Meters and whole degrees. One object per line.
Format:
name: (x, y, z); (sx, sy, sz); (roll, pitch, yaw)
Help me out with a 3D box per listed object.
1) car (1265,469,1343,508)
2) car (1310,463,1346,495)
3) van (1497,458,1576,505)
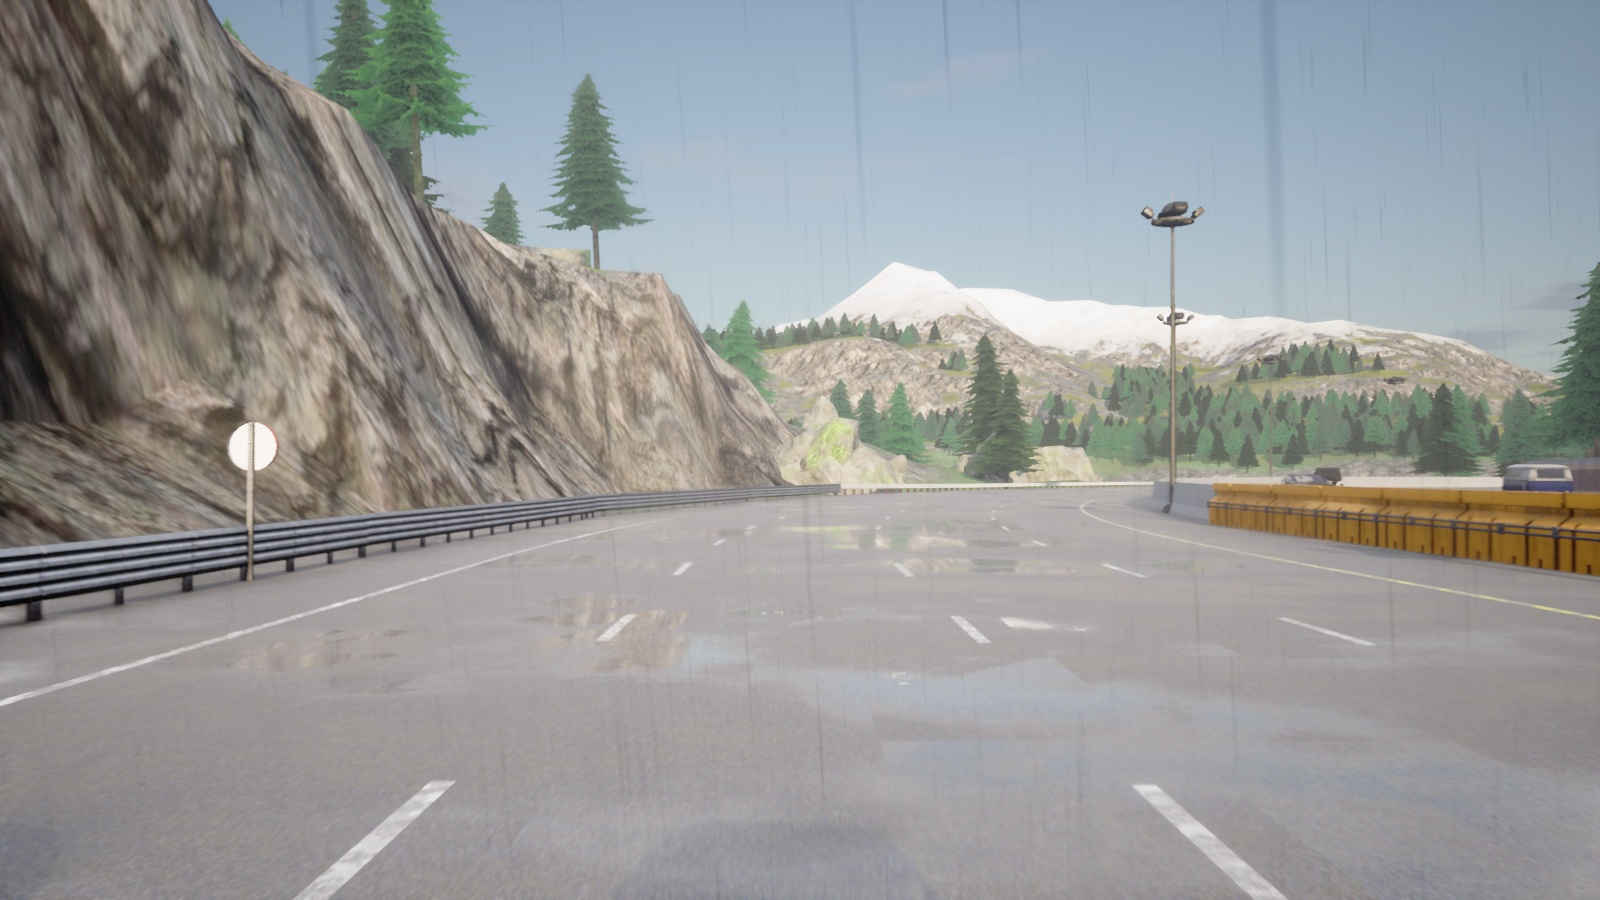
car: (20.490, 1.546, 51.259); (2.128, 1.511, 4.902); (-1, -1, 12)
car: (31.649, 1.743, 75.301); (1.905, 1.878, 3.866); (-1, -1, 23)
van: (32.153, 1.357, 54.952); (1.775, 1.987, 4.442); (-1, -1, 14)
